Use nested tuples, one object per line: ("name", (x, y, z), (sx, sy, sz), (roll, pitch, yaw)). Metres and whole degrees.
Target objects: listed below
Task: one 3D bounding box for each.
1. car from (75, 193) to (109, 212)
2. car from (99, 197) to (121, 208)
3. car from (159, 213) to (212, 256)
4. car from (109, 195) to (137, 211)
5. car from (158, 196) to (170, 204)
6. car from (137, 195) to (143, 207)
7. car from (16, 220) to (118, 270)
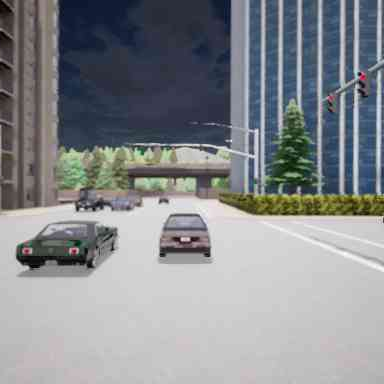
("car", (-11.603, 1.136, 38.172), (2.150, 2.045, 5.566), (0, 0, -1))
("car", (-11.815, 1.454, 48.410), (2.033, 1.411, 5.357), (0, 0, -1))
("car", (-0.274, 1.537, 12.959), (2.033, 1.411, 5.357), (0, 0, -1))
("car", (-8.125, 1.283, 39.234), (2.097, 1.767, 4.553), (0, 0, -1))
("car", (-5.060, 1.439, 60.368), (1.837, 1.490, 4.892), (0, 0, -1))
("car", (-8.309, 1.277, 48.121), (2.097, 1.767, 4.553), (0, 0, -1))
("car", (-3.723, 1.574, 10.923), (1.895, 1.301, 4.718), (0, 0, -1))
